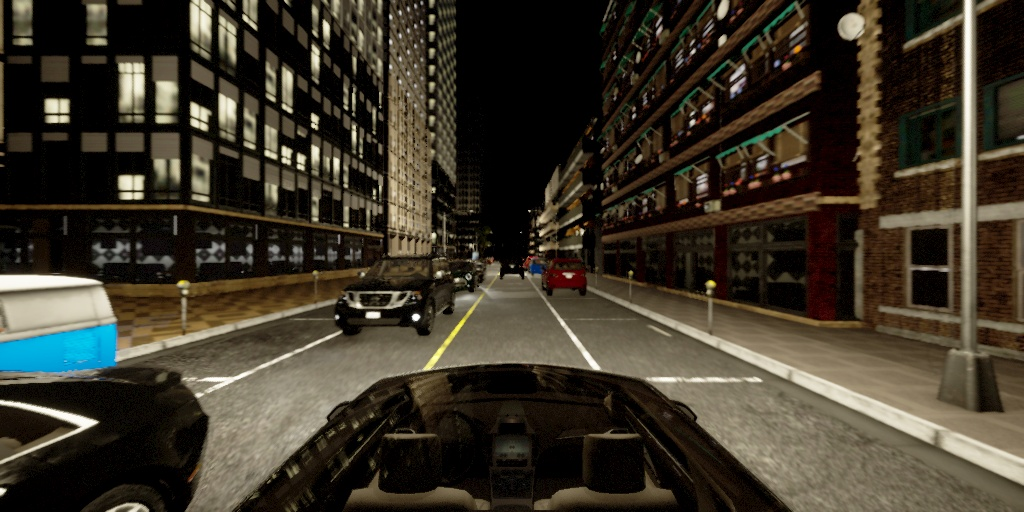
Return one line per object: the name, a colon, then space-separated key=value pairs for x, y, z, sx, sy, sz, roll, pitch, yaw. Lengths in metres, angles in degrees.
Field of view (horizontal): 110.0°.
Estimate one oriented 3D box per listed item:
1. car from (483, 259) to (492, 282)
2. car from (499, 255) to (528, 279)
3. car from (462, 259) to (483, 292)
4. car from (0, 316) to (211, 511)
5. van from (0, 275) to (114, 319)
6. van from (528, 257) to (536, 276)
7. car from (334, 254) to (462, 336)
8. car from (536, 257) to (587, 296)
car: x=-2.986 y=1.259 z=27.761 sx=2.128 sy=1.511 sz=4.902 roll=0 pitch=0 yaw=0
car: x=0.024 y=0.968 z=32.440 sx=2.150 sy=2.045 sz=5.566 roll=0 pitch=0 yaw=0
car: x=-3.082 y=1.097 z=20.935 sx=2.097 sy=1.767 sz=4.553 roll=0 pitch=0 yaw=0
car: x=-3.096 y=1.256 z=0.540 sx=1.837 sy=1.490 sz=4.892 roll=0 pitch=0 yaw=0
van: x=-5.690 y=1.090 z=2.710 sx=1.690 sy=1.789 sz=3.998 roll=0 pitch=0 yaw=0
van: x=2.709 y=1.086 z=36.011 sx=1.690 sy=1.789 sz=3.998 roll=0 pitch=0 yaw=0
car: x=-3.089 y=0.969 z=10.791 sx=2.150 sy=2.045 sz=5.566 roll=0 pitch=0 yaw=0
car: x=2.700 y=1.061 z=19.359 sx=2.192 sy=1.841 sz=5.009 roll=0 pitch=0 yaw=0
